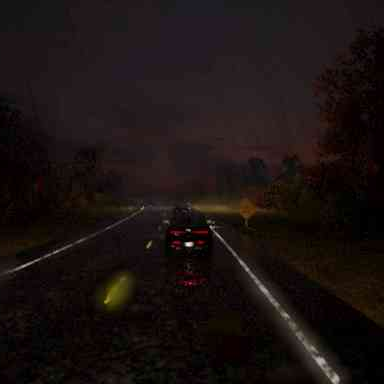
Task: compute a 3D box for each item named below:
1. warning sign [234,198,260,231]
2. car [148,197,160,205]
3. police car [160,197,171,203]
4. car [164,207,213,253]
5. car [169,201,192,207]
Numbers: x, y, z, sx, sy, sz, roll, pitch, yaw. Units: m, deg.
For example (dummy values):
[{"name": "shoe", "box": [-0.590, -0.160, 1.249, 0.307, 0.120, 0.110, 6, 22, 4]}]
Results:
[{"name": "warning sign", "box": [3.219, 1.296, 19.653, 1.300, 1.860, 1.060, 0, 0, -2]}, {"name": "car", "box": [-8.479, 2.167, 71.306, 1.994, 1.385, 4.181, 0, 0, -8]}, {"name": "police car", "box": [-6.805, 2.183, 89.601, 1.930, 1.638, 5.238, 0, 0, -10]}, {"name": "car", "box": [-0.167, 1.642, 14.414, 1.837, 1.490, 4.892, 0, 0, -1]}, {"name": "car", "box": [-0.792, 1.762, 29.427, 2.128, 1.511, 4.902, 0, 0, -3]}]
